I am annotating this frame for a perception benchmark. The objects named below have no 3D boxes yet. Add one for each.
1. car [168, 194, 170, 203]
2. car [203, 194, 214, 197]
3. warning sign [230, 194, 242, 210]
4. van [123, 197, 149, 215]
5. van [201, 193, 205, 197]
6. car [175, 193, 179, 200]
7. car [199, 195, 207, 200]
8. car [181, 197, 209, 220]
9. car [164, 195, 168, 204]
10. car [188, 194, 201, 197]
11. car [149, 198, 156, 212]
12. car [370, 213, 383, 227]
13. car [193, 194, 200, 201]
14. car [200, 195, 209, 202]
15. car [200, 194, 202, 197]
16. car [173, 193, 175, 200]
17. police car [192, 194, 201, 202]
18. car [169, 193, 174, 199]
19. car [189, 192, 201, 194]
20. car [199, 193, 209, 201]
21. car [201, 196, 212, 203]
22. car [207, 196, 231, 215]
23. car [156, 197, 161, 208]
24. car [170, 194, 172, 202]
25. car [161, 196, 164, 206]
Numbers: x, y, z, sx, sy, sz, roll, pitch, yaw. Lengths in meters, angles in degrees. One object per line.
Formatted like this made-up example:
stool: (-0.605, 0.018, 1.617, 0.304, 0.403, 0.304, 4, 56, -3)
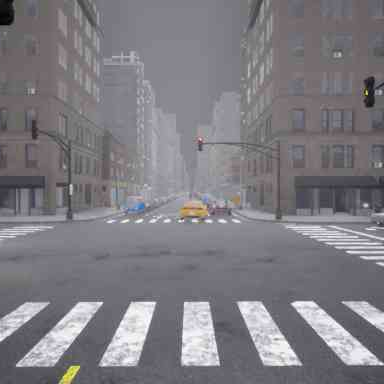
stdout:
car: (-5.609, 1.527, 61.523, 1.752, 1.417, 4.829, 0, 0, 0)
car: (2.847, 1.443, 44.657, 1.967, 1.590, 4.097, 0, 0, 0)
warning sign: (5.226, 1.118, 39.304, 1.300, 1.860, 1.060, 0, 0, 0)
van: (-5.725, 1.343, 33.352, 1.690, 1.788, 3.998, 0, 0, 0)
van: (2.893, 1.344, 55.996, 1.690, 1.788, 3.998, 0, 0, 0)
car: (-5.492, 1.307, 90.035, 2.192, 1.841, 5.009, 0, 0, 0)
car: (3.033, 1.558, 90.012, 1.947, 1.339, 4.313, 0, 0, 0)
car: (0.185, 1.479, 27.912, 1.882, 1.535, 5.008, 0, 0, 4)
car: (-5.632, 1.569, 56.025, 1.947, 1.339, 4.313, 0, 0, 0)
car: (0.255, 1.566, 62.890, 1.994, 1.385, 4.181, 0, 0, 0)
car: (-5.702, 1.443, 39.020, 1.967, 1.590, 4.097, 0, 0, 0)
car: (13.747, 1.615, 20.656, 4.718, 1.301, 1.895, 0, 0, 0)
car: (1.151, 1.448, 89.512, 1.801, 1.575, 5.366, 0, 0, 0)
car: (2.987, 1.437, 78.673, 1.967, 1.590, 4.097, 0, 0, 0)
car: (2.918, 1.527, 61.835, 1.752, 1.417, 4.829, 0, 0, 0)
car: (-5.539, 1.522, 78.528, 1.752, 1.417, 4.829, 0, 0, 0)
police car: (1.119, 1.422, 79.417, 1.930, 1.638, 5.238, 0, 0, -1)
car: (-5.562, 1.544, 73.029, 1.887, 1.381, 4.507, 0, 0, 0)
car: (0.296, 1.039, 72.923, 2.150, 2.045, 5.566, 0, 0, 0)
car: (3.010, 1.309, 84.342, 2.192, 1.841, 5.009, 0, 0, 0)
car: (2.940, 1.552, 67.335, 2.008, 1.369, 4.403, 0, 0, 0)
car: (2.801, 1.442, 33.319, 1.967, 1.590, 4.097, 0, 0, 0)
car: (-5.678, 1.569, 44.689, 1.947, 1.339, 4.313, 0, 0, 0)
car: (-5.585, 1.567, 67.362, 1.947, 1.339, 4.313, 0, 0, 0)
car: (-5.655, 1.585, 50.357, 1.802, 1.307, 4.206, 0, 0, 0)
